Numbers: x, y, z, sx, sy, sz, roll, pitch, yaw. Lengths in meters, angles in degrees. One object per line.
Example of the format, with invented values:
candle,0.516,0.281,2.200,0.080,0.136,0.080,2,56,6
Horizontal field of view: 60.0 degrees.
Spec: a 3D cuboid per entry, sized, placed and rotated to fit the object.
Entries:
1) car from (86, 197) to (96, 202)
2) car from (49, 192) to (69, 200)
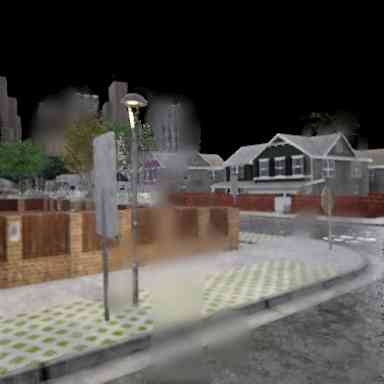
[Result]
car,-9.390,1.186,34.141,2.033,1.411,5.357,-2,2,-37
car,-19.208,0.760,47.873,2.097,1.767,4.553,-2,2,-34
